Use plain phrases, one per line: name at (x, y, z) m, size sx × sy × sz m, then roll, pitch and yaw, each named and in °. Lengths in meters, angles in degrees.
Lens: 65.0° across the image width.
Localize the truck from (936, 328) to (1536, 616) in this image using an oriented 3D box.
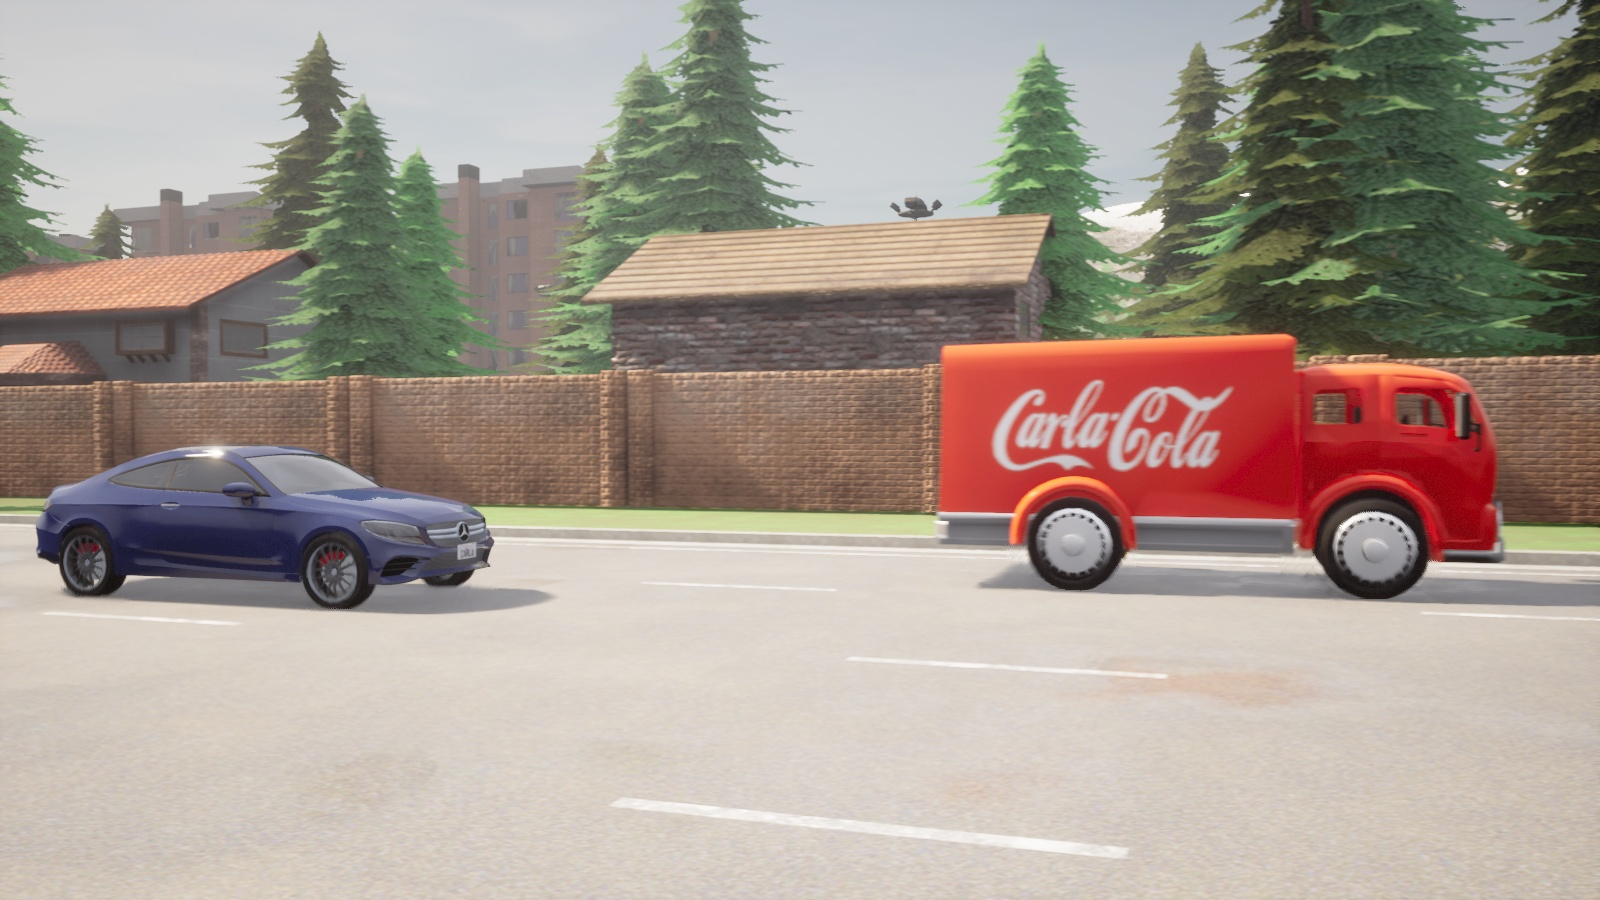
truck at (4.242, 0.150, 12.836) m, size 5.204 × 2.467 × 2.627 m, roll 1°, pitch 1°, yaw 19°

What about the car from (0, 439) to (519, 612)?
car at (-5.293, 0.634, 12.359) m, size 4.674 × 1.442 × 1.812 m, roll 1°, pitch 1°, yaw 19°
